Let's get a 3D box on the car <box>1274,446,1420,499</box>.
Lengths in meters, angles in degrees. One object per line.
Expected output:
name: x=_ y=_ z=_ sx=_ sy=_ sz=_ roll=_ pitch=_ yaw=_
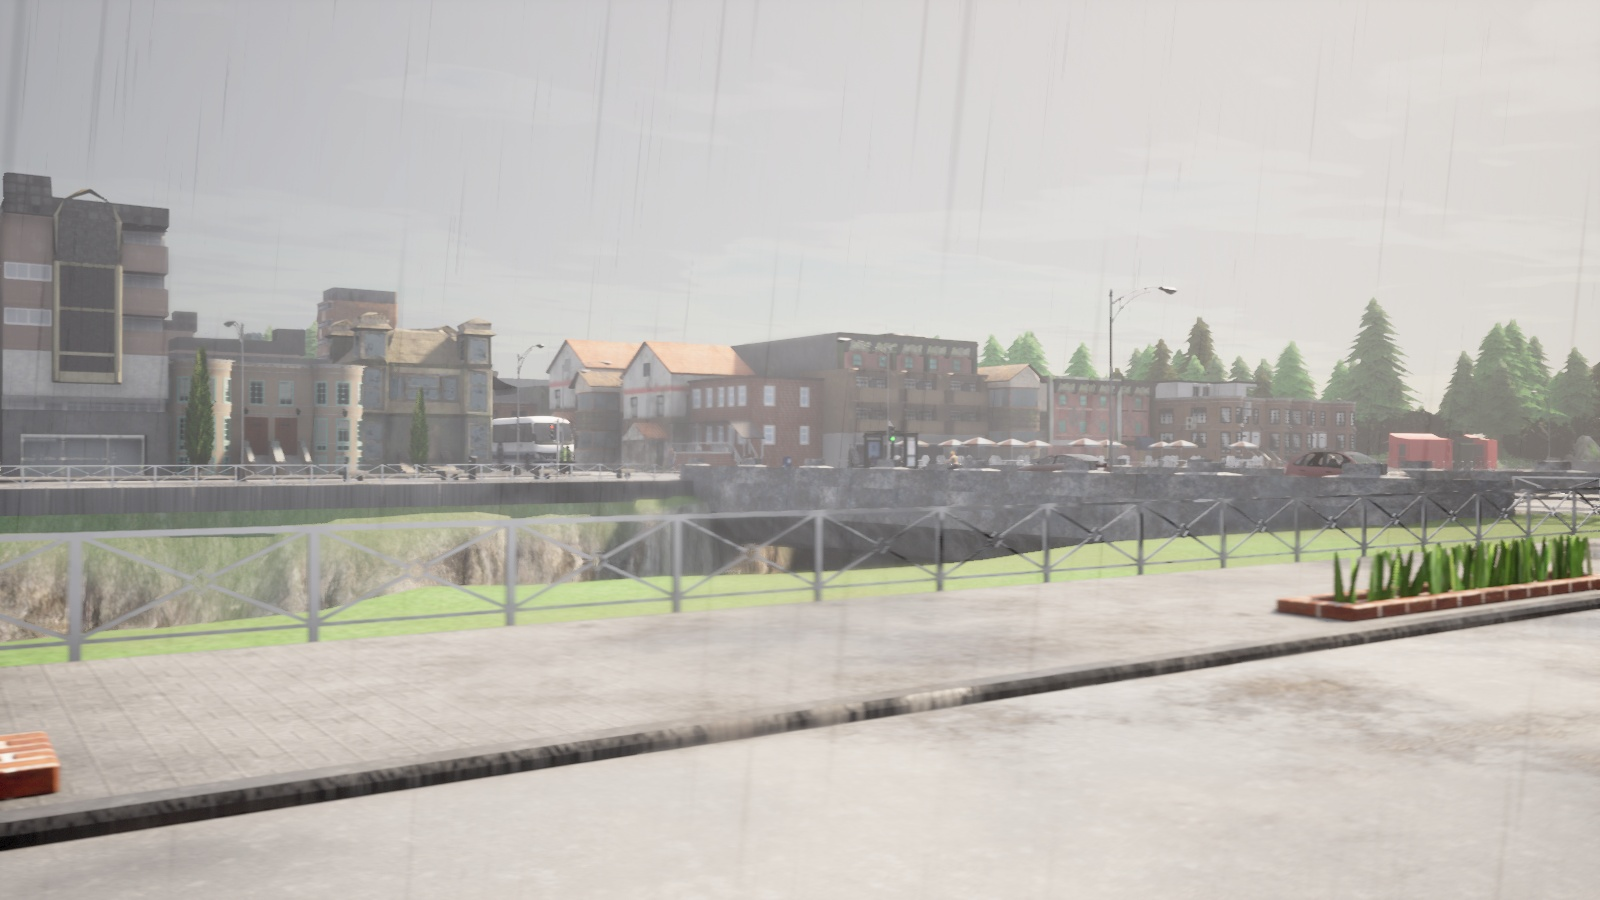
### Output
car: x=17.851 y=0.706 z=41.131 sx=1.851 sy=1.617 sz=3.988 roll=0 pitch=0 yaw=-35

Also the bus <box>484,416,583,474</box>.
bus: x=-20.558 y=-0.352 z=96.314 sx=3.944 sy=4.253 sz=10.273 roll=0 pitch=0 yaw=-33

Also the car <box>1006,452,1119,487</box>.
car: x=11.814 y=0.859 z=56.792 sx=2.163 sy=1.488 sz=4.792 roll=0 pitch=0 yaw=-35

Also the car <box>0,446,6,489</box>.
car: x=-36.813 y=0.771 z=53.840 sx=4.605 sy=1.855 sz=1.932 roll=0 pitch=0 yaw=-35
